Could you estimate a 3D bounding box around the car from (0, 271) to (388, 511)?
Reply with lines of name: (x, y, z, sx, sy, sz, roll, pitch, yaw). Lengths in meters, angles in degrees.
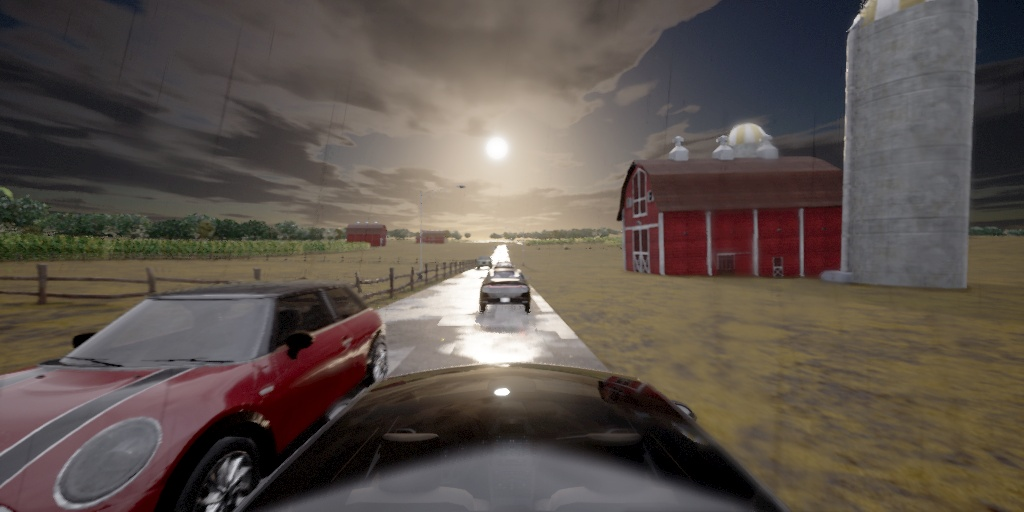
car: (-2.988, 1.100, 3.800, 2.097, 1.767, 4.553, 0, 0, -1)

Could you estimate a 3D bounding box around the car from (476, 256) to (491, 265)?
car: (-4.043, 0.955, 53.703, 2.150, 2.045, 5.566, 0, 0, -1)

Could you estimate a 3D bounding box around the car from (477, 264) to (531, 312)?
car: (-0.282, 1.242, 14.312, 2.128, 1.511, 4.902, 0, 0, -1)

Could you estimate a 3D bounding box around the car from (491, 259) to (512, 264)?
car: (-0.706, 1.226, 32.689, 1.882, 1.535, 5.008, 0, 0, -1)
